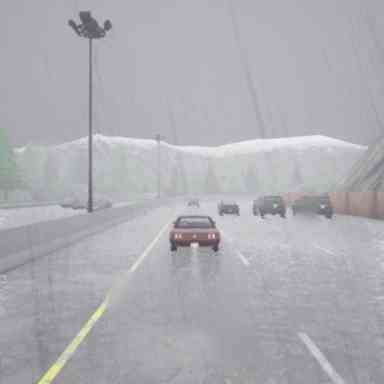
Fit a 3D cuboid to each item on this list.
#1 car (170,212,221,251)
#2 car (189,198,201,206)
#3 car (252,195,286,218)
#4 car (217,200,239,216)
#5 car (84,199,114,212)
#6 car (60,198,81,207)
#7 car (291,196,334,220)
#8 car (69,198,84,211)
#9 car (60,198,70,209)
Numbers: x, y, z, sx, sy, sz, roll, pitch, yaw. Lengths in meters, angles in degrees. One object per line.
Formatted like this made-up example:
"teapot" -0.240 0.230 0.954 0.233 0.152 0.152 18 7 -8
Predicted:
"car" 0.108 1.651 14.355 1.895 1.301 4.718 0 0 0
"car" 0.499 1.753 59.178 2.033 1.411 5.357 0 0 6
"car" 7.117 1.331 31.056 2.150 2.045 5.566 0 0 0
"car" 3.617 1.596 33.930 1.882 1.535 5.008 0 0 0
"car" -10.551 1.629 39.127 2.128 1.511 4.902 0 0 0
"car" -20.781 1.722 57.010 1.812 1.442 4.674 0 0 2
"car" 10.616 1.326 29.679 2.150 2.045 5.566 0 0 0
"car" -14.038 1.716 43.724 1.994 1.385 4.181 0 0 0
"car" -17.504 1.718 48.924 2.033 1.411 5.357 0 0 1
